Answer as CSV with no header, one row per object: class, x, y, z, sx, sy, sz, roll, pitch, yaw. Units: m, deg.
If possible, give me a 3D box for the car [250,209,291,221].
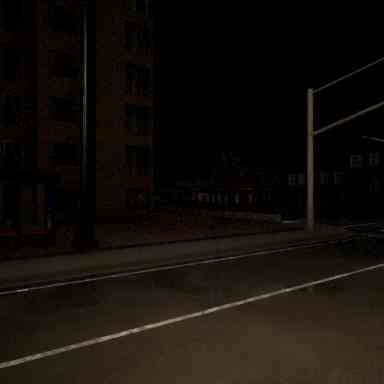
car,7.382,2.449,33.982,2.033,1.411,5.357,0,-8,-36
